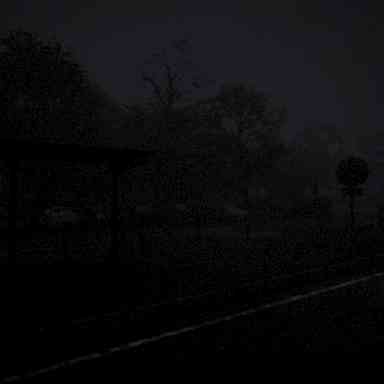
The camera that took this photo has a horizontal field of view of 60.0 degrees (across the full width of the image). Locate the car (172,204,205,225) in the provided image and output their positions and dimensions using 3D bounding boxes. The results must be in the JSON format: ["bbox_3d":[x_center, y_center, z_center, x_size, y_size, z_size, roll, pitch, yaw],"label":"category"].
[{"bbox_3d":[-1.594,1.649,25.597,2.231,1.521,4.892,1,0,-36],"label":"car"}]

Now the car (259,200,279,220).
[{"bbox_3d":[5.152,1.774,30.475,2.163,1.488,4.792,1,0,-36],"label":"car"}]

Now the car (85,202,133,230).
[{"bbox_3d":[-6.127,1.460,22.395,2.185,1.767,4.553,1,0,-36],"label":"car"}]

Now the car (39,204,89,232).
[{"bbox_3d":[-8.364,1.594,20.750,2.002,1.452,4.674,1,0,-36],"label":"car"}]

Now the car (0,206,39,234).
[{"bbox_3d":[-10.618,1.523,19.131,2.097,1.535,5.008,1,0,-36],"label":"car"}]

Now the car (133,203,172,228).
[{"bbox_3d":[-3.857,1.616,23.990,2.097,1.535,5.008,1,0,-36],"label":"car"}]

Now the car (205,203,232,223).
[{"bbox_3d":[0.640,1.709,27.241,2.163,1.488,4.792,1,0,-36],"label":"car"}]

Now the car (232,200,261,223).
[{"bbox_3d":[3.021,1.709,28.682,1.946,1.575,5.366,1,0,-36],"label":"car"}]

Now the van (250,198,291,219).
[{"bbox_3d":[7.494,1.551,31.973,1.878,1.987,4.442,1,0,-36],"label":"van"}]
